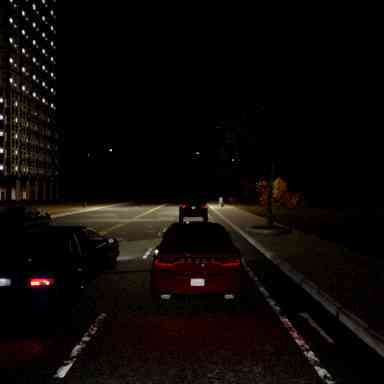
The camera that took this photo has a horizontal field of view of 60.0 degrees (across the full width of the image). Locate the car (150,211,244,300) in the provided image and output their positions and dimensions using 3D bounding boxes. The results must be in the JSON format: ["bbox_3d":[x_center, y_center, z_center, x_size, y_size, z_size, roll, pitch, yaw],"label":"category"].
[{"bbox_3d":[0.102,1.477,8.458,1.882,1.535,5.008,0,0,0],"label":"car"}]

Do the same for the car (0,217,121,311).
[{"bbox_3d":[-3.148,1.547,8.033,2.033,1.411,5.357,0,0,0],"label":"car"}]

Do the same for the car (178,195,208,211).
[{"bbox_3d":[0.104,1.219,26.537,2.150,2.045,5.566,0,0,0],"label":"car"}]

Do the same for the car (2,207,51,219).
[{"bbox_3d":[-9.848,1.545,19.000,2.033,1.411,5.357,0,0,0],"label":"car"}]

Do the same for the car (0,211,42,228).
[{"bbox_3d":[-6.585,1.525,10.075,1.812,1.442,4.674,0,0,0],"label":"car"}]
